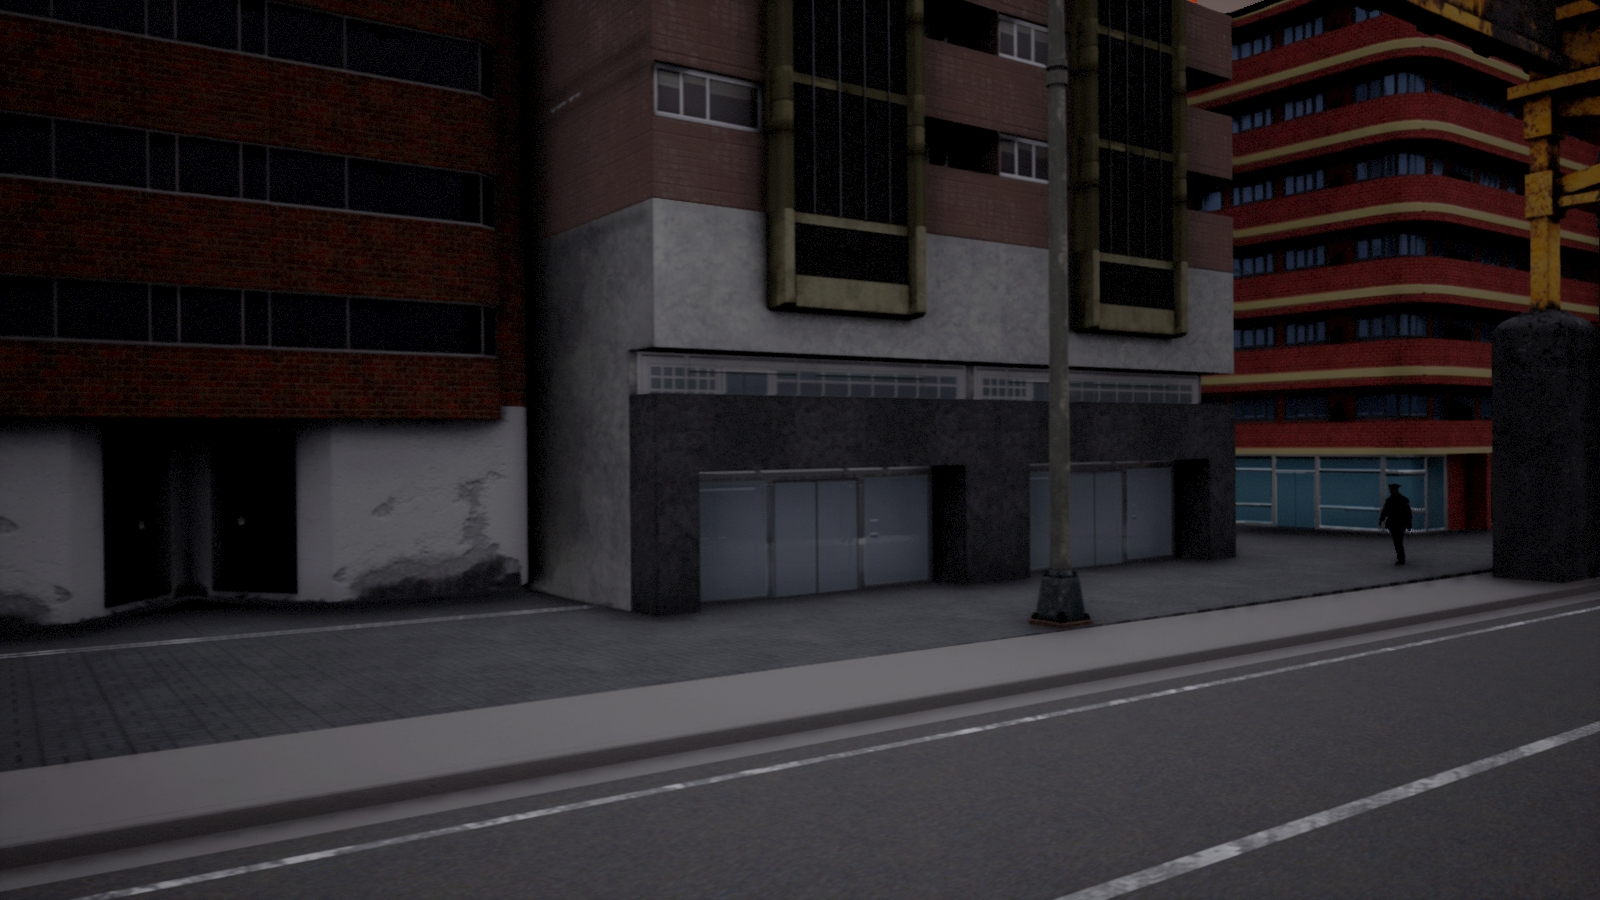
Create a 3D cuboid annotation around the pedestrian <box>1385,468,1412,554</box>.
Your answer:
[{"bbox_3d":[13.175,1.337,25.152,0.375,1.860,0.375,-1,0,-35],"label":"pedestrian"}]
